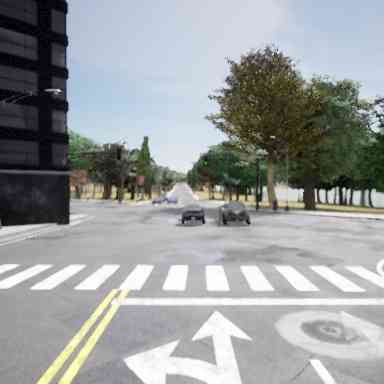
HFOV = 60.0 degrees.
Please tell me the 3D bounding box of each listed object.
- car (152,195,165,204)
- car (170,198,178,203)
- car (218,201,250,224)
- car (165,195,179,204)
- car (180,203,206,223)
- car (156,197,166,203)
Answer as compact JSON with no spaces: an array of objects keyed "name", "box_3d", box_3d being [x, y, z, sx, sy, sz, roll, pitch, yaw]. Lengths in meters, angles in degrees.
[{"name":"car","box_3d":[-7.416,1.854,70.364,2.033,1.411,5.357,0,-1,-2]},{"name":"car","box_3d":[-4.575,2.065,83.524,1.895,1.301,4.718,0,-1,-2]},{"name":"car","box_3d":[3.335,1.535,27.021,2.097,1.767,4.553,0,1,-1]},{"name":"car","box_3d":[-4.152,1.831,69.951,1.812,1.442,4.674,0,-1,-2]},{"name":"car","box_3d":[0.079,1.687,27.609,1.837,1.490,4.892,0,1,0]},{"name":"car","box_3d":[-7.848,2.023,84.202,2.033,1.411,5.357,0,-1,-2]}]
